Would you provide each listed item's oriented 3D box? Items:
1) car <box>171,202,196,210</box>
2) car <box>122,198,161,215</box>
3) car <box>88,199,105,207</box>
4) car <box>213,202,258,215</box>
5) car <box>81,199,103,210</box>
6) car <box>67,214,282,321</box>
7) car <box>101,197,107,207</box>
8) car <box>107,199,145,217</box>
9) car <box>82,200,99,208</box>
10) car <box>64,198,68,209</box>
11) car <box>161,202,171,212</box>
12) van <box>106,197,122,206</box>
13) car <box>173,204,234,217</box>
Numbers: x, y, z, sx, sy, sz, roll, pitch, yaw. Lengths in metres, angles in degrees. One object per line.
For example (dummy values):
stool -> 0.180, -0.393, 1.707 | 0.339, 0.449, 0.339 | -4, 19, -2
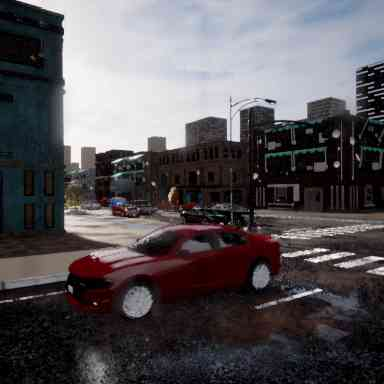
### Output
car -> -0.329, 1.903, 40.825 | 1.802, 1.307, 4.206 | -2, 0, -35
car -> -5.981, 1.749, 38.806 | 2.097, 1.767, 4.553 | -1, 0, -35
car -> -19.528, 2.227, 67.923 | 1.887, 1.381, 4.507 | -1, 0, -35
car -> 3.087, 1.710, 26.002 | 2.128, 1.511, 4.902 | -1, 0, -35
car -> -16.522, 2.221, 53.852 | 1.895, 1.301, 4.718 | -1, 0, -35
car -> -0.147, 1.477, 7.443 | 5.008, 1.535, 1.882 | 0, 0, -35
car -> -16.334, 1.940, 63.407 | 2.192, 1.841, 5.009 | -1, 0, -35
car -> -7.169, 1.846, 35.978 | 1.967, 1.590, 4.097 | -1, 0, -35
car -> -19.270, 2.230, 63.093 | 1.994, 1.385, 4.181 | -1, 0, -35
car -> -23.067, 2.232, 58.422 | 1.752, 1.417, 4.829 | -1, 0, -35
car -> -3.528, 1.966, 45.341 | 1.802, 1.307, 4.206 | -2, 0, -35
van -> -13.133, 1.907, 58.890 | 1.690, 1.788, 3.998 | -1, 0, -35
car -> 0.757, 1.814, 24.585 | 1.947, 1.339, 4.313 | -1, 0, -35
